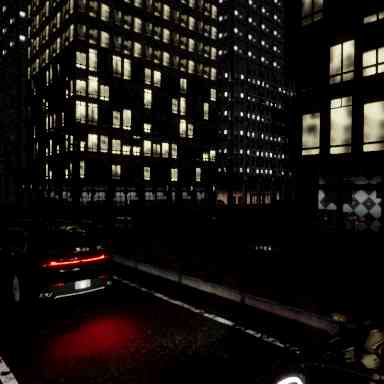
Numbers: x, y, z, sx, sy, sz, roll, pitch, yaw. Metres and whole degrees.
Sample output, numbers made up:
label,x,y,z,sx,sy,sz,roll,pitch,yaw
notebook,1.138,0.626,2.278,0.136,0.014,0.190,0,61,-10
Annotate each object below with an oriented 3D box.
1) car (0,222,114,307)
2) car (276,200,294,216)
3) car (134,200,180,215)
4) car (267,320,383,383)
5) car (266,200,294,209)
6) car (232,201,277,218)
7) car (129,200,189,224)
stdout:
label,x,y,z,sx,sy,sz,roll,pitch,yaw
car,-3.662,1.501,8.124,1.837,1.490,4.892,0,0,-41
car,10.356,1.936,37.449,4.206,1.307,1.802,1,0,-40
car,-3.800,1.648,36.449,4.829,1.417,1.752,1,0,-40
car,2.420,1.352,1.331,2.097,1.767,4.553,0,0,-41
car,13.547,1.882,51.124,4.313,1.339,1.947,1,0,-40
car,6.180,1.833,33.915,4.829,1.417,1.752,1,0,-40
car,-2.559,1.524,26.520,5.009,1.841,2.192,1,0,-40
